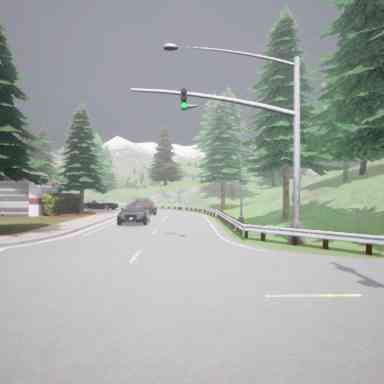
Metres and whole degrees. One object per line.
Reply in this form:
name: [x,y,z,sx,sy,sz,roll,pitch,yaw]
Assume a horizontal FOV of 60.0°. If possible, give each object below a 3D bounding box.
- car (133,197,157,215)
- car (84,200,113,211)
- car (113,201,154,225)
car: [-4.986,1.351,33.660,2.097,1.767,4.553,0,0,-19]
car: [-11.596,1.607,41.367,4.718,1.301,1.895,0,0,14]
car: [-4.106,1.563,23.874,1.994,1.385,4.181,0,0,-2]
